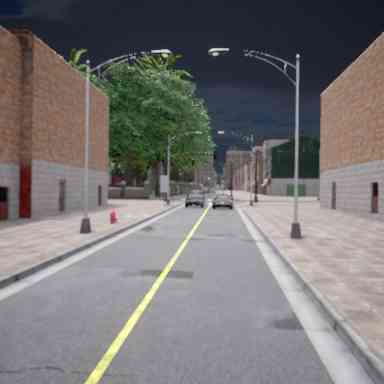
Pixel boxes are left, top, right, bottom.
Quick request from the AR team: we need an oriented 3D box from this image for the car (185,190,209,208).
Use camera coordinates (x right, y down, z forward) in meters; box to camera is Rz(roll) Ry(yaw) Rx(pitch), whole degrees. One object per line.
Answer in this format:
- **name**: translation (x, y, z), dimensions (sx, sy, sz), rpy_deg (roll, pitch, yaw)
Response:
- **car**: translation (0.405, 0.831, 34.656), dimensions (2.033, 1.411, 5.357), rpy_deg (1, 1, 5)

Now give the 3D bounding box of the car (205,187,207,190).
- **car**: translation (2.142, -0.080, 84.346), dimensions (1.802, 1.307, 4.206), rpy_deg (2, 1, 5)

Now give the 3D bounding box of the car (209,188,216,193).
- **car**: translation (5.289, -0.406, 90.297), dimensions (2.097, 1.767, 4.553), rpy_deg (1, 1, 5)

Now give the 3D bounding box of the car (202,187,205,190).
- **car**: translation (1.209, 0.092, 73.487), dimensions (1.947, 1.339, 4.313), rpy_deg (2, 1, 5)

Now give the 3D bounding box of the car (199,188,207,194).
- **car**: translation (3.080, -0.400, 95.202), dimensions (1.967, 1.590, 4.097), rpy_deg (2, 1, 5)

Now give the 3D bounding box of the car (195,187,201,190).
- **car**: translation (0.105, 0.306, 60.951), dimensions (2.008, 1.369, 4.403), rpy_deg (2, 1, 5)

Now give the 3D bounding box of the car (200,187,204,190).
- **car**: translation (0.743, 0.175, 68.057), dimensions (2.008, 1.369, 4.403), rpy_deg (2, 1, 5)

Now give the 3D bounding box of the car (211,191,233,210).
- **car**: translation (2.985, 0.922, 32.388), dimensions (1.994, 1.385, 4.181), rpy_deg (1, 1, 6)

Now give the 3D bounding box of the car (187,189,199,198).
- **car**: translation (0.250, 0.244, 62.919), dimensions (1.752, 1.417, 4.829), rpy_deg (2, 1, 5)

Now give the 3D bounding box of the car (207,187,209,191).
- **car**: translation (2.617, -0.437, 89.770), dimensions (2.192, 1.841, 5.009), rpy_deg (2, 1, 5)
